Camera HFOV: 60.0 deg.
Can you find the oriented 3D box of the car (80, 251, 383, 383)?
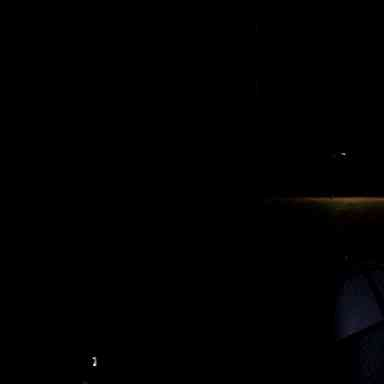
[{"bbox_3d":[1.520,1.538,4.158,5.357,1.411,2.033,0,0,-35],"label":"car"}]
